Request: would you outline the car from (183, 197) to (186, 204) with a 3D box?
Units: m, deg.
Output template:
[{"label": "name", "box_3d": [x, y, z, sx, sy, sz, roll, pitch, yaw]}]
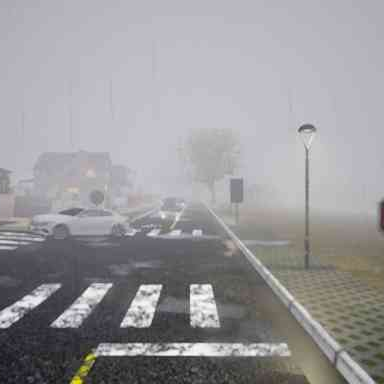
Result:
[{"label": "car", "box_3d": [-2.275, 1.593, 65.133, 1.994, 1.385, 4.181, 0, 0, 0]}]

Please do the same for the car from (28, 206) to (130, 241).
[{"label": "car", "box_3d": [-4.982, 1.365, 15.359, 1.812, 1.442, 4.674, 3, -2, 41]}]

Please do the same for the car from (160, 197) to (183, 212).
[{"label": "car", "box_3d": [-2.486, 1.359, 39.147, 2.097, 1.767, 4.553, 0, 0, 0]}]
